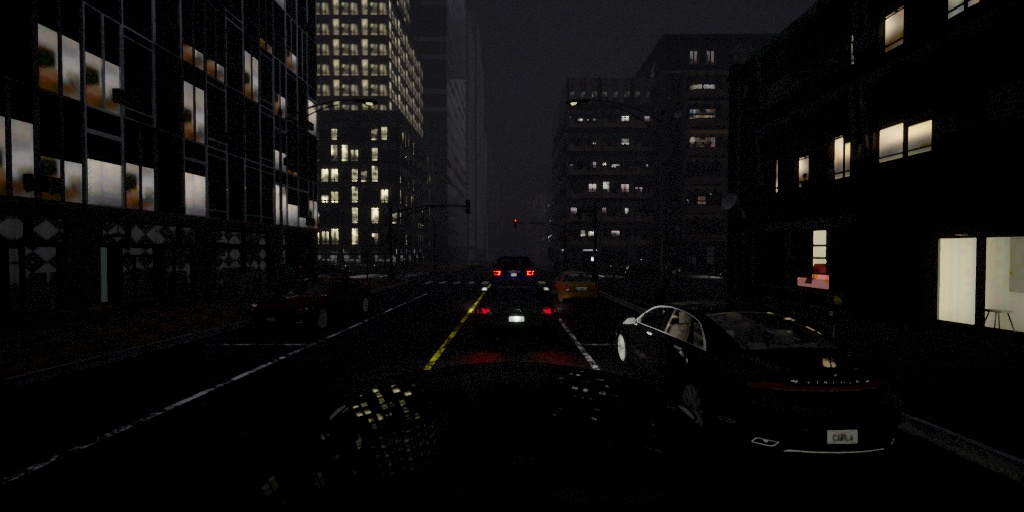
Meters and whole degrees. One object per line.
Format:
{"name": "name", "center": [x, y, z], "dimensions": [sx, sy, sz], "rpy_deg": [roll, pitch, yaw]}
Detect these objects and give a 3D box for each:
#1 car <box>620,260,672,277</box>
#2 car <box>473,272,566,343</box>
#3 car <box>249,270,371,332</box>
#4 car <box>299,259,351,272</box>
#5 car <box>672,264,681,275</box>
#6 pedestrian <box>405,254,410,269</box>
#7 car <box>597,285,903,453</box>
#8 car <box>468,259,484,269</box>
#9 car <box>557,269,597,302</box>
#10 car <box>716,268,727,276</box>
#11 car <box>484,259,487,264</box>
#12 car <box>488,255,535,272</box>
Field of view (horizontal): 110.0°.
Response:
{"name": "car", "center": [13.569, 1.195, 37.066], "dimensions": [4.553, 1.767, 2.097], "rpy_deg": [0, 1, 0]}
{"name": "car", "center": [0.095, 1.312, 9.652], "dimensions": [1.994, 1.385, 4.181], "rpy_deg": [0, 0, 0]}
{"name": "car", "center": [-5.825, 1.292, 10.927], "dimensions": [1.888, 1.381, 4.507], "rpy_deg": [0, 0, 0]}
{"name": "car", "center": [-17.870, 1.154, 34.321], "dimensions": [4.674, 1.442, 1.812], "rpy_deg": [1, 1, 2]}
{"name": "car", "center": [16.294, 1.373, 39.661], "dimensions": [4.403, 1.370, 2.007], "rpy_deg": [0, 0, 1]}
{"name": "pedestrian", "center": [-12.564, 0.670, 42.984], "dimensions": [0.375, 1.860, 0.375], "rpy_deg": [0, 0, 1]}
{"name": "car", "center": [2.817, 1.299, 5.228], "dimensions": [2.007, 1.370, 4.403], "rpy_deg": [0, 0, 0]}
{"name": "car", "center": [-5.710, 1.264, 54.299], "dimensions": [1.751, 1.417, 4.829], "rpy_deg": [0, 0, 0]}
{"name": "car", "center": [2.813, 1.271, 16.687], "dimensions": [1.751, 1.417, 4.829], "rpy_deg": [0, 0, 0]}
{"name": "car", "center": [24.154, 1.478, 36.955], "dimensions": [5.357, 1.411, 2.033], "rpy_deg": [0, 1, 1]}
{"name": "car", "center": [-5.713, 1.304, 60.123], "dimensions": [1.948, 1.339, 4.313], "rpy_deg": [0, 0, 0]}
{"name": "car", "center": [0.087, 0.967, 19.459], "dimensions": [2.150, 2.045, 5.566], "rpy_deg": [0, 0, 0]}
